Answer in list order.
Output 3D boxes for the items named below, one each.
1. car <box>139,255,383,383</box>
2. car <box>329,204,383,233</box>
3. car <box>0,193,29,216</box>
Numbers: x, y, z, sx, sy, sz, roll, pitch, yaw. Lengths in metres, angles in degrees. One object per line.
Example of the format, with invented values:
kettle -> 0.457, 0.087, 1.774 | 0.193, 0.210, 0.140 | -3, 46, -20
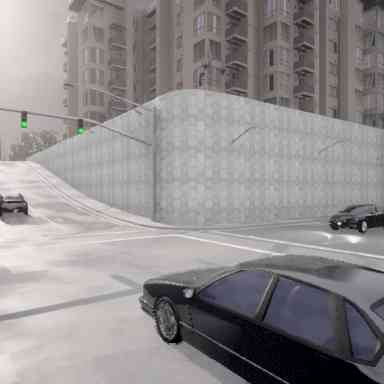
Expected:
car -> 1.305, 1.548, 4.104 | 2.033, 1.411, 5.357 | 0, 0, -36
car -> 10.120, 1.505, 19.816 | 4.892, 1.490, 1.837 | 0, 0, -36
car -> -13.425, 0.791, 24.600 | 2.128, 1.511, 4.902 | 0, 6, -36
